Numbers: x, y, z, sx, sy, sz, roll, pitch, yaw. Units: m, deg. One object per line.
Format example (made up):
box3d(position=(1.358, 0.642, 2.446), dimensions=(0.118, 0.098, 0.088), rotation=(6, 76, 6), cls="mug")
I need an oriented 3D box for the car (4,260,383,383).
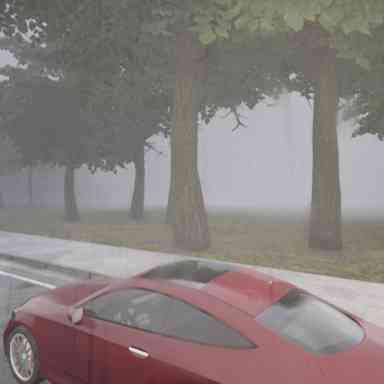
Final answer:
box3d(position=(-0.178, 1.522, 3.668), dimensions=(4.674, 1.442, 1.812), rotation=(0, 0, 35), cls="car")
